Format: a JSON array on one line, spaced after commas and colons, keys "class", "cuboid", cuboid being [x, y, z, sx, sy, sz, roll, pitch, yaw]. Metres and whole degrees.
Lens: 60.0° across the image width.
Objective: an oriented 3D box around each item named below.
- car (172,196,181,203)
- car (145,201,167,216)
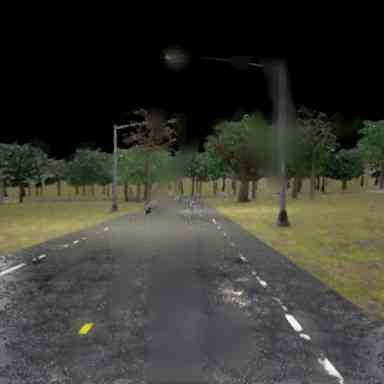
[{"class": "car", "cuboid": [-3.490, 1.567, 74.596, 2.128, 1.511, 4.902, 0, 0, 0]}, {"class": "car", "cuboid": [-3.590, 1.645, 33.770, 1.895, 1.301, 4.718, 0, 0, 0]}]
